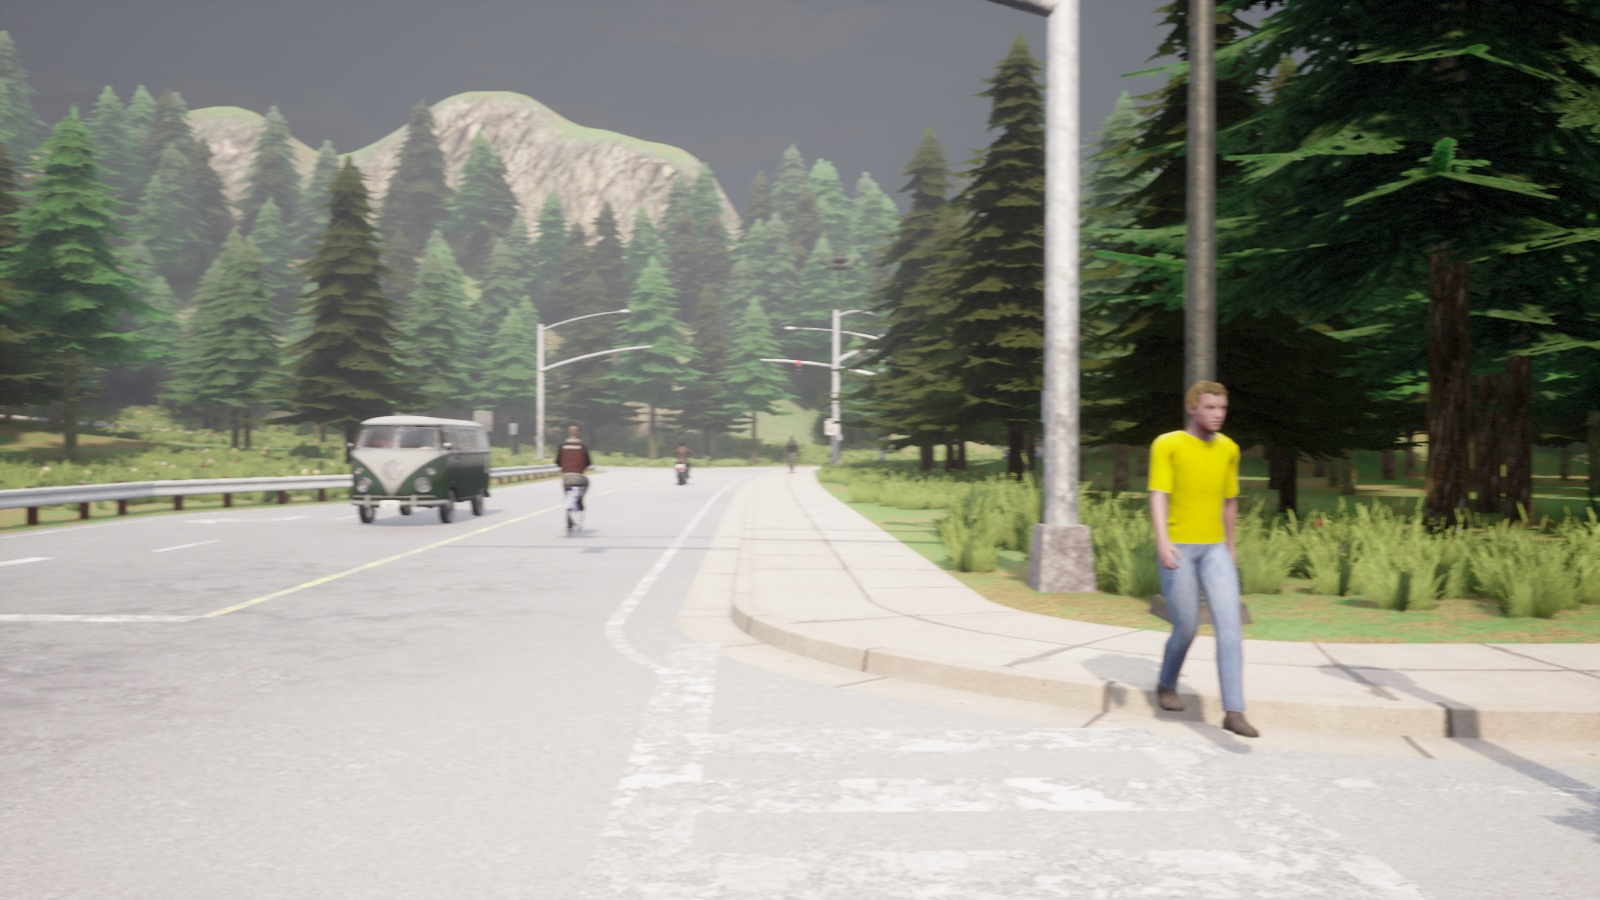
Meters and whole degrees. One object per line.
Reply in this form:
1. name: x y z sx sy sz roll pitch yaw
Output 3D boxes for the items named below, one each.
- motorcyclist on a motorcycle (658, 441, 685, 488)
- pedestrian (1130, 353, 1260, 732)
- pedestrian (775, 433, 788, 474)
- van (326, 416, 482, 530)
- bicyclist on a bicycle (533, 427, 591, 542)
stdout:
1. motorcyclist on a motorcycle: -4.659 0.509 45.755 0.766 1.649 2.350 0 0 -1
2. pedestrian: 2.010 0.446 6.444 0.354 1.836 0.706 0 0 -9
3. pedestrian: -0.862 0.169 57.882 0.563 1.883 0.849 0 0 2
4. van: -7.490 0.397 24.222 1.775 1.987 4.442 0 0 -2
5. bicyclist on a bicycle: -3.818 0.526 20.268 0.659 1.776 1.843 0 0 -2
